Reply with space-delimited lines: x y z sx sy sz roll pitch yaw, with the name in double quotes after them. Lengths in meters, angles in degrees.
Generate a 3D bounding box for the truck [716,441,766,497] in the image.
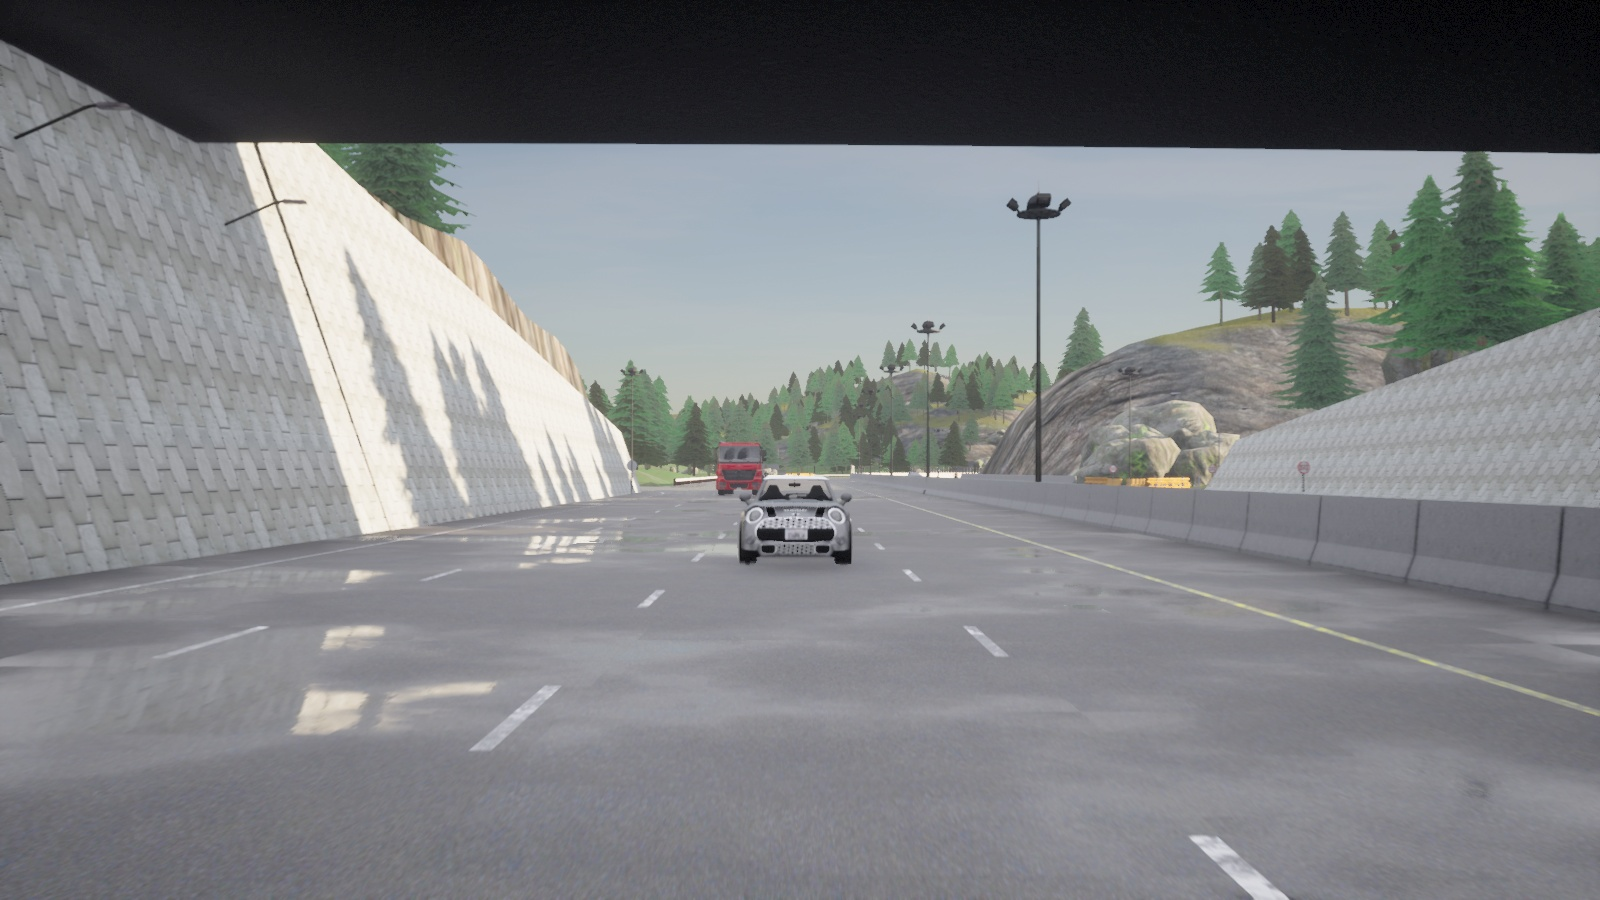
-3.783 1.217 81.765 2.891 3.462 7.936 0 -1 0 "truck"

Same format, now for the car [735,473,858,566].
-0.068 1.150 22.075 1.970 1.475 3.806 0 -1 0 "car"
